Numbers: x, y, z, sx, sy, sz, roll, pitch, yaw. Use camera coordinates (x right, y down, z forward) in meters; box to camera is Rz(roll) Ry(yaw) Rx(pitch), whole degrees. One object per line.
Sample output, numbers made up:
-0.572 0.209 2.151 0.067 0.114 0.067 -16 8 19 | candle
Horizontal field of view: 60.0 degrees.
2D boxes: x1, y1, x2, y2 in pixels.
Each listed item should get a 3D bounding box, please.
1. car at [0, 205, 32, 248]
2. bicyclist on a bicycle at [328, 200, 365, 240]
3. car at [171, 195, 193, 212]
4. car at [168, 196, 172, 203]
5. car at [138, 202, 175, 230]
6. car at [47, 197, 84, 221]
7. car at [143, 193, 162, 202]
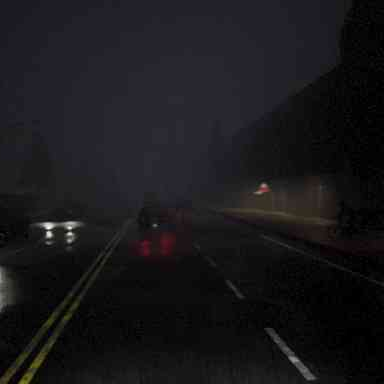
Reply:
-8.859 1.412 14.762 2.097 1.767 4.553 -1 0 -7 | car
6.363 1.175 13.734 1.656 1.620 0.582 -1 0 -7 | bicyclist on a bicycle
-1.011 1.361 37.964 1.882 1.535 5.008 -1 0 -7 | car
-2.312 1.217 48.039 2.097 1.767 4.553 -1 0 -7 | car
-2.332 1.560 20.648 1.895 1.301 4.718 -1 0 -7 | car
-10.518 1.513 28.221 1.882 1.535 5.008 -1 0 -7 | car
-5.160 1.140 43.363 2.150 2.045 5.566 -1 0 -7 | car
